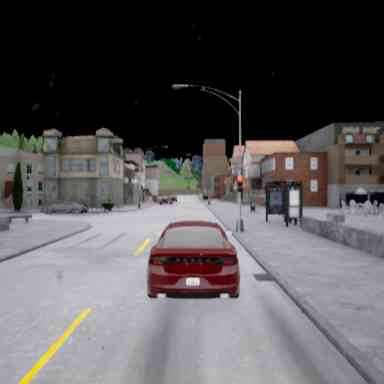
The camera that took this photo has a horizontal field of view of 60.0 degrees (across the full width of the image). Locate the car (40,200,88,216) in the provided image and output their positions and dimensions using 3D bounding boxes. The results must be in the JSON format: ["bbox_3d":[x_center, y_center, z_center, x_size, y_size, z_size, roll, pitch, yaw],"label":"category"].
[{"bbox_3d":[-12.033,1.476,31.344,4.181,1.385,1.994,0,0,1],"label":"car"}]

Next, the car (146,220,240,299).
[{"bbox_3d":[0.049,1.454,8.454,1.882,1.535,5.008,0,0,1],"label":"car"}]

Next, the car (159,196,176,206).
[{"bbox_3d":[-4.085,1.417,52.592,1.994,1.385,4.181,0,0,0],"label":"car"}]
